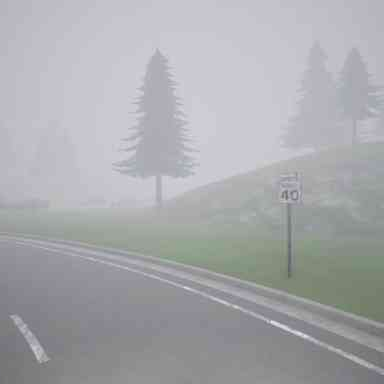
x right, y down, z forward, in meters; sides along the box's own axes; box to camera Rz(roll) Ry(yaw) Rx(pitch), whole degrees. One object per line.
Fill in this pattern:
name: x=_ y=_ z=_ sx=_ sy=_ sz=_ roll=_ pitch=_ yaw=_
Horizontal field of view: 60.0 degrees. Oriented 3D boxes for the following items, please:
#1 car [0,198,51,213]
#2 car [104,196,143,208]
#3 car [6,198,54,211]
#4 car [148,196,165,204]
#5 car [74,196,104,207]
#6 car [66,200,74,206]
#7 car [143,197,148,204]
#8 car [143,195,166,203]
car: x=-18.854 y=1.601 z=37.324 sx=1.895 sy=1.301 sz=4.718 roll=0 pitch=0 yaw=38
car: x=-10.010 y=1.351 z=48.698 sx=2.097 sy=1.767 sz=4.553 roll=0 pitch=0 yaw=38
car: x=-20.083 y=1.490 z=41.443 sx=2.128 sy=1.511 sz=4.902 roll=0 pitch=0 yaw=38
car: x=-7.678 y=1.492 z=63.049 sx=2.128 sy=1.511 sz=4.902 roll=0 pitch=0 yaw=38
car: x=-15.725 y=1.351 z=52.747 sx=2.097 sy=1.767 sz=4.553 roll=0 pitch=0 yaw=38
car: x=-18.319 y=1.601 z=55.118 sx=1.895 sy=1.301 sz=4.718 roll=0 pitch=0 yaw=38
car: x=-10.239 y=1.548 z=54.103 sx=2.033 sy=1.411 sz=5.357 roll=0 pitch=0 yaw=38
car: x=-7.693 y=1.477 z=68.643 sx=1.882 sy=1.535 sz=5.008 roll=0 pitch=0 yaw=38
